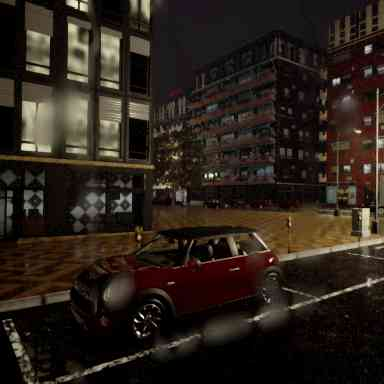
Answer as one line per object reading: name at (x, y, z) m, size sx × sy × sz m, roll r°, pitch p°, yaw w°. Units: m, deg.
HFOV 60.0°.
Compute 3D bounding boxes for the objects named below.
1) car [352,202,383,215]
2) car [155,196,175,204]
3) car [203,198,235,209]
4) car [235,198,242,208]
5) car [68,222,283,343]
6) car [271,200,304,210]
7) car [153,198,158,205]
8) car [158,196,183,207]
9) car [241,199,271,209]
car at (19.981, 1.730, 36.726) m, size 1.947 × 1.339 × 4.313 m, roll 1°, pitch -1°, yaw -35°
car at (-6.139, 1.724, 73.818) m, size 2.192 × 1.841 × 5.009 m, roll 1°, pitch -1°, yaw -35°
car at (3.331, 1.678, 45.814) m, size 2.008 × 1.369 × 4.403 m, roll 1°, pitch -1°, yaw -35°
car at (6.921, 1.726, 55.271) m, size 1.967 × 1.590 × 4.097 m, roll 1°, pitch -1°, yaw -35°
car at (-0.185, 1.441, 6.405) m, size 4.097 × 1.590 × 1.967 m, roll 0°, pitch 1°, yaw -35°
car at (13.450, 1.806, 45.997) m, size 1.802 × 1.307 × 4.206 m, roll 1°, pitch -1°, yaw -35°
car at (-6.465, 1.764, 59.723) m, size 1.887 × 1.381 × 4.507 m, roll 1°, pitch -1°, yaw -35°
car at (-3.199, 1.733, 55.086) m, size 1.887 × 1.381 × 4.507 m, roll 1°, pitch -1°, yaw -35°
car at (10.186, 1.800, 50.635) m, size 1.887 × 1.381 × 4.507 m, roll 1°, pitch -1°, yaw -35°
